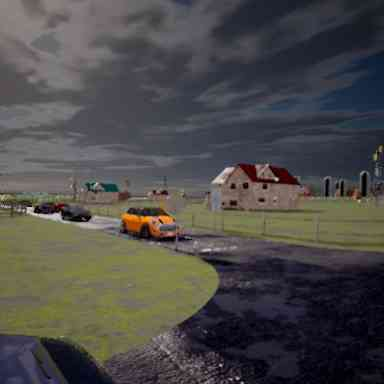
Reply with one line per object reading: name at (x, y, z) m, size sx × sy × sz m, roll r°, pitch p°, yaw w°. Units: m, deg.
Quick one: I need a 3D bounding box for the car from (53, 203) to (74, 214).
car at (-18.741, 2.372, 48.294) m, size 1.812 × 1.442 × 4.674 m, roll 2°, pitch -2°, yaw -34°

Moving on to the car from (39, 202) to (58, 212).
car at (-24.542, 2.475, 56.753) m, size 1.882 × 1.535 × 5.008 m, roll 2°, pitch -2°, yaw -35°

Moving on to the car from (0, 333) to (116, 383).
car at (-2.325, 1.558, 1.477) m, size 4.181 × 1.385 × 1.994 m, roll 1°, pitch 0°, yaw -37°

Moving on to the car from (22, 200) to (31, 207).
car at (-41.078, 2.844, 82.421) m, size 2.097 × 1.767 × 4.553 m, roll 2°, pitch -2°, yaw -34°

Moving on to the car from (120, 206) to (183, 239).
car at (-2.389, 1.637, 19.237) m, size 2.097 × 1.767 × 4.553 m, roll 2°, pitch -2°, yaw -35°

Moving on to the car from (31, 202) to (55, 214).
car at (-20.165, 2.294, 45.275) m, size 1.994 × 1.385 × 4.181 m, roll 2°, pitch -2°, yaw -34°

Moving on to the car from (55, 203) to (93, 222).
car at (-11.282, 2.050, 32.193) m, size 2.033 × 1.411 × 5.357 m, roll 2°, pitch -2°, yaw -34°

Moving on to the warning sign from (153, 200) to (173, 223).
warning sign at (-2.541, 1.680, 28.845) m, size 1.300 × 1.860 × 1.060 m, roll 3°, pitch -2°, yaw -34°
